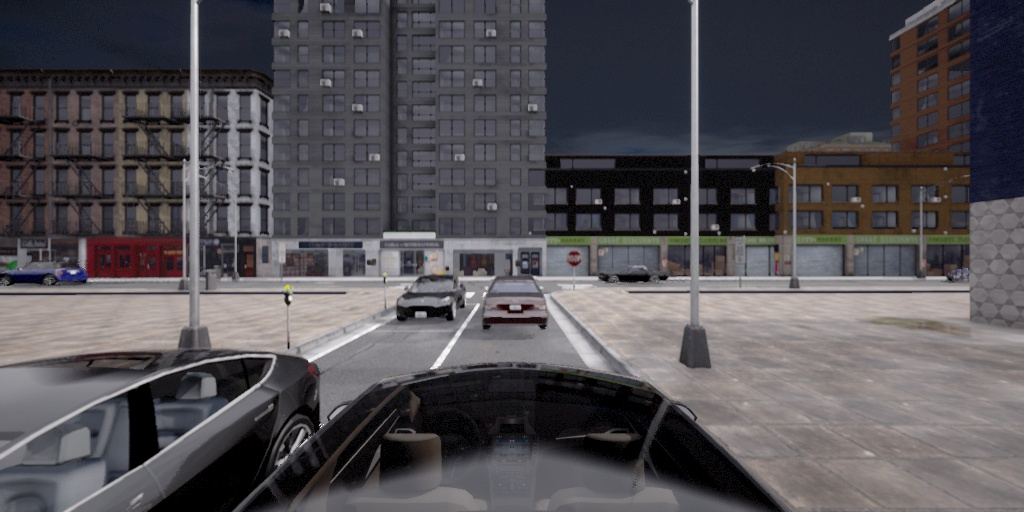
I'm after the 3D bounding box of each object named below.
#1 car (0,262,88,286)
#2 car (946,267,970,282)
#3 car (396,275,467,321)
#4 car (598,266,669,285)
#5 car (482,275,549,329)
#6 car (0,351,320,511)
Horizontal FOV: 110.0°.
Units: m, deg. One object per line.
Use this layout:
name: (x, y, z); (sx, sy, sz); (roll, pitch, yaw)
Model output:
car: (-34.077, 1.241, 26.115); (4.553, 1.767, 2.097); (0, 0, 0)
car: (34.775, 1.259, 26.154); (4.674, 1.442, 1.812); (0, 0, 0)
car: (-2.651, 1.341, 12.590); (1.948, 1.339, 4.313); (0, 0, 0)
car: (8.730, 1.380, 26.151); (4.718, 1.301, 1.895); (0, 0, 0)
car: (0.069, 1.320, 11.369); (2.033, 1.411, 5.357); (0, 0, 0)
car: (-2.638, 1.316, 1.685); (1.948, 1.339, 4.313); (0, 0, 0)
